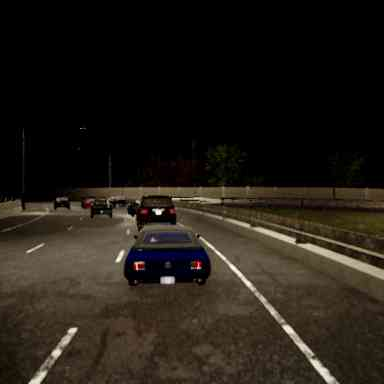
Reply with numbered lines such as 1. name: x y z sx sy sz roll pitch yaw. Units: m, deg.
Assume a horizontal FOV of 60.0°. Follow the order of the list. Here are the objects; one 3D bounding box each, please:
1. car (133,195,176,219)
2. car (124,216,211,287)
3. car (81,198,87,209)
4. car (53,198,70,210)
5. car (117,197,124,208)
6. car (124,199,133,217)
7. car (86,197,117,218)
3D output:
1. car: -2.280 1.204 20.346 2.150 2.045 5.566 0 0 -11
2. car: -0.688 1.593 9.298 1.895 1.301 4.718 0 0 -5
3. car: -13.677 1.530 44.534 1.994 1.385 4.181 0 0 -24
4. car: -16.980 1.461 43.373 2.128 1.511 4.902 0 0 -24
5. car: -10.159 1.455 45.221 2.128 1.511 4.902 0 0 -24
6. car: -4.996 1.538 31.522 1.994 1.385 4.181 0 0 -17
7. car: -8.258 1.469 30.295 2.128 1.511 4.902 0 0 -16
